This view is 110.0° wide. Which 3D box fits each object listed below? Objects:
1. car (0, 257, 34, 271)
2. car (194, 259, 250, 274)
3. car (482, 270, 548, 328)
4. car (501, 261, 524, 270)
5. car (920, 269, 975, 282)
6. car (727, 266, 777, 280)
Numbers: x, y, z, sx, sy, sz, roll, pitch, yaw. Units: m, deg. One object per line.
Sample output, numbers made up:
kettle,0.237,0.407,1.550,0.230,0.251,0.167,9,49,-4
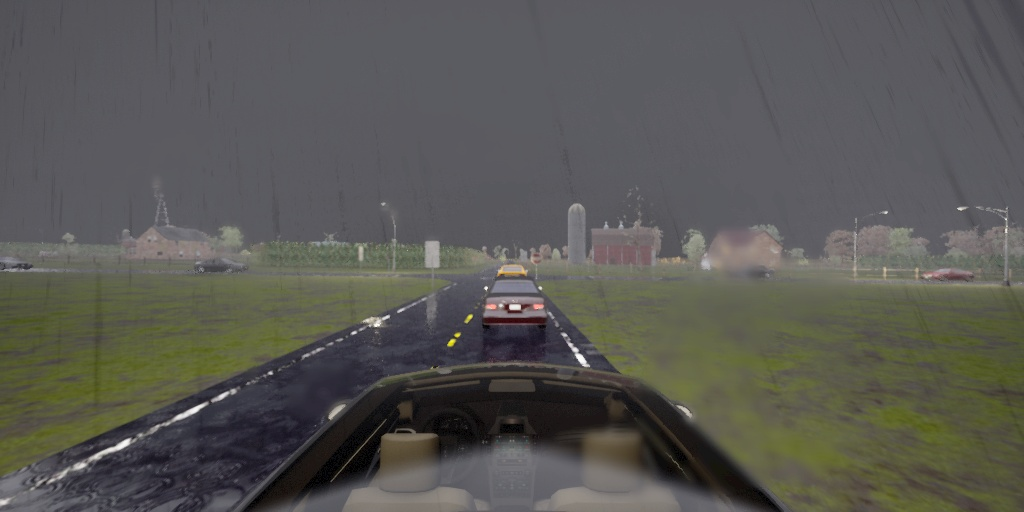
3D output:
car,-51.108,0.746,36.014,4.181,1.385,1.994,1,0,0
car,-29.126,1.024,36.103,4.892,1.490,1.837,1,0,0
car,0.057,1.338,11.465,2.033,1.411,5.357,0,0,0
car,0.043,1.323,23.490,1.882,1.535,5.008,0,0,1
car,48.059,2.110,39.558,4.674,1.442,1.812,1,0,0
car,26.362,1.802,39.477,4.892,1.490,1.837,1,0,0
